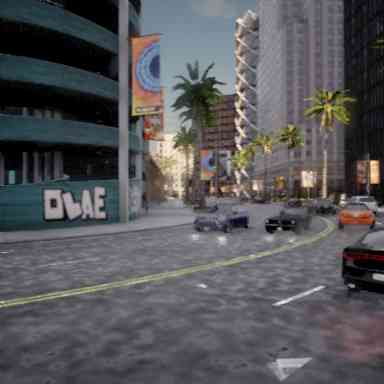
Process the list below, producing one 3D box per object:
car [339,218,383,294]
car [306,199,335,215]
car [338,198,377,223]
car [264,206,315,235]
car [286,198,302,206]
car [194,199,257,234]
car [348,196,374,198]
[{"bbox_3d":[5.433,1.536,8.247,5.008,1.535,1.882,1,-1,-45],"label":"car"},{"bbox_3d":[14.627,1.634,38.164,2.097,1.767,4.553,0,-1,3],"label":"car"},{"bbox_3d":[11.262,1.517,22.939,2.097,1.767,4.553,0,-1,24],"label":"car"},{"bbox_3d":[5.989,1.758,20.431,1.895,1.301,4.718,0,-1,30],"label":"car"},{"bbox_3d":[20.340,1.982,66.372,2.231,1.521,4.892,0,0,-2],"label":"car"},{"bbox_3d":[2.012,1.519,20.710,2.097,1.767,4.553,-1,0,32],"label":"car"},{"bbox_3d":[18.109,1.485,36.494,2.150,2.045,5.566,0,0,3],"label":"car"}]
